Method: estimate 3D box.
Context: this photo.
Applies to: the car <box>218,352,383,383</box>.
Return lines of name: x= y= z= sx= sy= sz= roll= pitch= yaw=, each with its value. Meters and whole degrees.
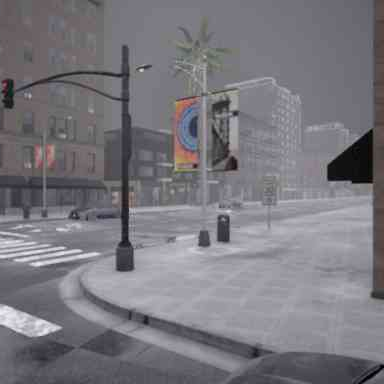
car: x=1.954 y=1.552 z=1.456 sx=4.403 sy=1.369 sz=2.008 roll=0 pitch=0 yaw=35

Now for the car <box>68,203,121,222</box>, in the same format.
car: x=-7.505 y=1.555 z=26.103 sx=1.994 sy=1.385 sz=4.181 roll=0 pitch=0 yaw=35

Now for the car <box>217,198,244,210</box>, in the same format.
car: x=5.207 y=1.540 z=44.121 sx=1.837 sy=1.490 sz=4.892 roll=0 pitch=0 yaw=35
